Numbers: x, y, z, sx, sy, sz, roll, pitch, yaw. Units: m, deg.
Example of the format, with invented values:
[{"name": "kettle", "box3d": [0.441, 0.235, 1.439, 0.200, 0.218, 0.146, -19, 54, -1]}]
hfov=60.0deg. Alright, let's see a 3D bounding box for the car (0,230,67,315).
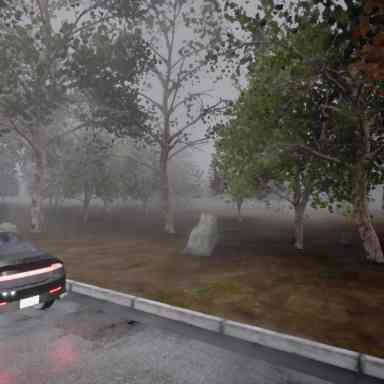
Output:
[{"name": "car", "box3d": [-4.503, 1.501, 6.593, 4.902, 1.511, 2.128, 0, 0, 36]}]
